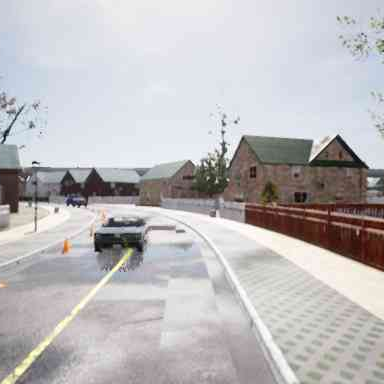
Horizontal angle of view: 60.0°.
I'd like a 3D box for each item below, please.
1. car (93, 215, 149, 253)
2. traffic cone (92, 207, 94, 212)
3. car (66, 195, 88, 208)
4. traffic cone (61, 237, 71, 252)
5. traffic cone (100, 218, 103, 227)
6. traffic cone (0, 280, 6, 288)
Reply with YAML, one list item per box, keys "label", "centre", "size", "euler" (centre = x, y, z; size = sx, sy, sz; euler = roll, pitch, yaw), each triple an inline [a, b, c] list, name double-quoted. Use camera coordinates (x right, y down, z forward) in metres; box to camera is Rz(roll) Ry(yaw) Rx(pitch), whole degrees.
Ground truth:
- label: "car"
  centre: [-2.889, 1.679, 14.279]
  size: [1.895, 1.301, 4.718]
  euler: [0, 0, -5]
- label: "traffic cone"
  centre: [-12.111, 2.142, 40.838]
  size: [0.340, 0.580, 0.340]
  euler: [0, 0, -26]
- label: "car"
  centre: [-18.725, 1.462, 53.876]
  size: [2.150, 2.045, 5.566]
  euler: [1, -1, -37]
- label: "traffic cone"
  centre: [-4.880, 2.025, 12.902]
  size: [0.340, 0.580, 0.340]
  euler: [0, 0, -3]
- label: "traffic cone"
  centre: [-6.074, 2.070, 22.501]
  size: [0.340, 0.580, 0.340]
  euler: [0, 0, -11]
- label: "traffic cone"
  centre: [-4.734, 2.000, 8.011]
  size: [0.340, 0.580, 0.340]
  euler: [0, 0, -1]
